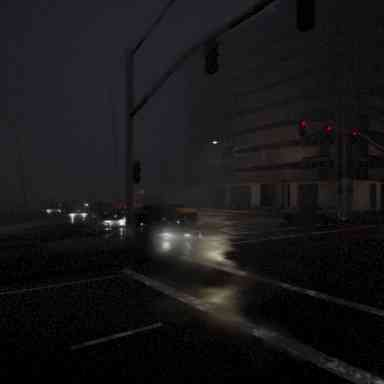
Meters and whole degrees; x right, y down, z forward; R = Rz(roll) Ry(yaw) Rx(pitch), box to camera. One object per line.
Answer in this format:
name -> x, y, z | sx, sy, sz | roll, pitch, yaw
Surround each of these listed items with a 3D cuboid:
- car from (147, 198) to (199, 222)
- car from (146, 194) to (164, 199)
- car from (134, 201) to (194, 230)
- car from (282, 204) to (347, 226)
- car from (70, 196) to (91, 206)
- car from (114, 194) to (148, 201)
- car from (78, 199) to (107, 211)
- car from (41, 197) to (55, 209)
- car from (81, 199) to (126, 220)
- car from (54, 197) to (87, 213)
car -> -1.443, 1.533, 26.679 | 1.882, 1.535, 5.008 | 0, 0, -35
car -> -5.733, 1.277, 45.153 | 2.150, 2.045, 5.566 | 0, 0, -35
car -> -2.215, 1.560, 21.721 | 1.837, 1.490, 4.892 | 0, 0, -35
car -> 8.839, 1.583, 24.332 | 1.812, 1.442, 4.674 | -1, 1, -41
car -> -19.845, 1.547, 58.985 | 2.128, 1.511, 4.902 | 0, 0, -35
car -> -6.813, 1.407, 34.245 | 2.097, 1.767, 4.553 | 0, 0, -35
car -> -12.893, 1.603, 42.826 | 2.033, 1.411, 5.357 | 0, 0, -35
car -> -19.750, 1.533, 46.503 | 1.882, 1.535, 5.008 | 0, 0, -35
car -> -7.853, 1.603, 29.662 | 2.033, 1.411, 5.357 | 0, 0, -35
car -> -13.707, 1.603, 37.926 | 2.033, 1.411, 5.357 | 0, 0, -35
